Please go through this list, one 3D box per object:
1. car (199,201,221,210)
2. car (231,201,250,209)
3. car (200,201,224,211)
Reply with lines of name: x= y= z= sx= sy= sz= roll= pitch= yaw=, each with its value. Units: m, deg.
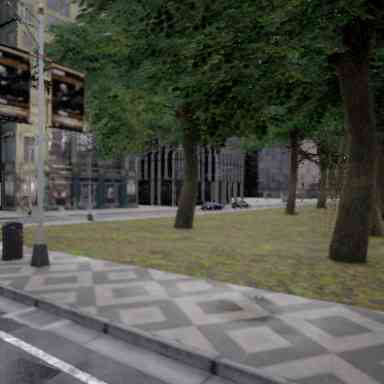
car: x=3.119 y=2.323 z=57.199 sx=1.994 sy=1.385 sz=4.181 roll=0 pitch=0 yaw=34
car: x=8.863 y=2.345 z=60.340 sx=1.837 sy=1.490 sz=4.892 roll=0 pitch=0 yaw=34
car: x=3.255 y=2.329 z=51.944 sx=1.895 sy=1.301 sz=4.718 roll=0 pitch=0 yaw=35
